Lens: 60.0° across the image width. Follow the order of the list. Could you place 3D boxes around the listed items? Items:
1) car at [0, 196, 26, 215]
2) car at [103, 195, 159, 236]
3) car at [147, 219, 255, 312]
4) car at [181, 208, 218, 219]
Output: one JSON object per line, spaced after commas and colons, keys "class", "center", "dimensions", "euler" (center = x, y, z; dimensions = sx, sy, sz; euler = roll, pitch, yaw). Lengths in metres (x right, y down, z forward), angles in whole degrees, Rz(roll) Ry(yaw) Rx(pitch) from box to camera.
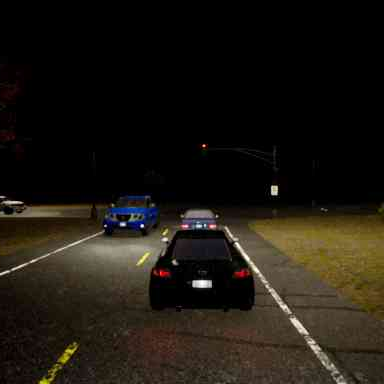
{"class": "car", "center": [-21.488, 1.474, 37.005], "dimensions": [5.566, 2.045, 2.150], "euler": [-1, 1, 3]}
{"class": "car", "center": [-3.203, 1.200, 18.698], "dimensions": [2.150, 2.045, 5.566], "euler": [0, 0, 2]}
{"class": "car", "center": [0.192, 1.558, 7.765], "dimensions": [1.994, 1.385, 4.181], "euler": [0, 0, 0]}
{"class": "car", "center": [0.376, 1.530, 16.993], "dimensions": [2.033, 1.411, 5.357], "euler": [0, 0, 2]}
